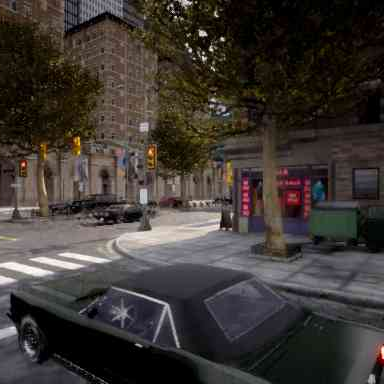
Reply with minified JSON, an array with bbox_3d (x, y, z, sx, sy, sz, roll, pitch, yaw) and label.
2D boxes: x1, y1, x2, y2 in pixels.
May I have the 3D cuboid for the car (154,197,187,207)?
[{"bbox_3d":[-2.647,1.478,47.141,1.882,1.535,5.008,0,0,36],"label":"car"}]

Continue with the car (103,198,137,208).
[{"bbox_3d":[-10.277,1.595,47.932,1.895,1.301,4.718,0,0,36],"label":"car"}]

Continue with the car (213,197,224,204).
[{"bbox_3d":[5.746,1.565,64.623,1.994,1.385,4.181,0,0,36],"label":"car"}]

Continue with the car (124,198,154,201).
[{"bbox_3d":[-7.006,1.527,47.059,1.812,1.442,4.674,0,1,35],"label":"car"}]

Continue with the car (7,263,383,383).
[{"bbox_3d":[-0.354,1.602,4.113,4.718,1.301,1.895,0,0,37],"label":"car"}]

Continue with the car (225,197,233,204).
[{"bbox_3d":[8.428,1.601,62.360,1.895,1.301,4.718,0,0,36],"label":"car"}]

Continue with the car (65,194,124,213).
[{"bbox_3d":[-10.506,1.221,36.241,2.150,2.045,5.566,0,0,36],"label":"car"}]

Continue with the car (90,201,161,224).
[{"bbox_3d":[-4.854,1.601,24.910,1.895,1.301,4.718,0,0,39],"label":"car"}]

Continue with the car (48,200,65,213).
[{"bbox_3d":[-13.771,1.547,37.695,2.033,1.411,5.357,0,0,36],"label":"car"}]
